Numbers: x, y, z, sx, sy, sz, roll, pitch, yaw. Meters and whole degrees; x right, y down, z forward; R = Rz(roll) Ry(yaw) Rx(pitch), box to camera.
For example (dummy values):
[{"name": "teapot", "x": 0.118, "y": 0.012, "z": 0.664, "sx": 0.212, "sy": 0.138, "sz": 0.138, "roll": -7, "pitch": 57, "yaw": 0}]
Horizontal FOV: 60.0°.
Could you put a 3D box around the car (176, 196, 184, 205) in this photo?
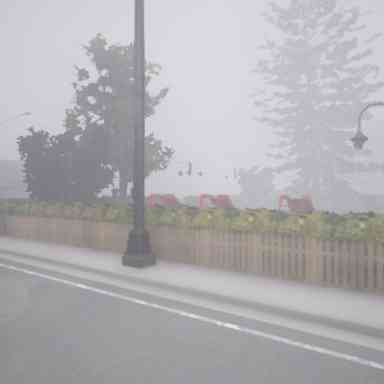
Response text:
[{"name": "car", "x": -1.809, "y": 1.419, "z": 51.351, "sx": 2.128, "sy": 1.511, "sz": 4.902, "roll": 0, "pitch": 0, "yaw": 35}]
